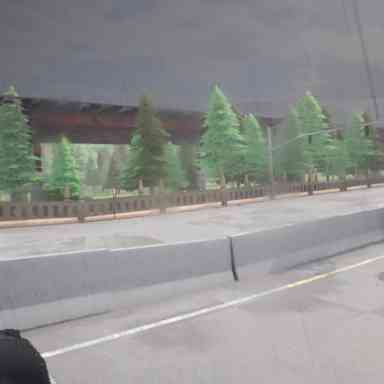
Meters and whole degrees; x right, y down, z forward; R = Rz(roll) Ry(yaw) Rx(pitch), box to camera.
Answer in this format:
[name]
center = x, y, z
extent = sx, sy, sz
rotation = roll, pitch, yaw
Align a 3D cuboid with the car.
[car]
center = -3.084, 1.601, 1.546
extent = 4.718, 1.301, 1.895
rotation = 0, 0, -35
